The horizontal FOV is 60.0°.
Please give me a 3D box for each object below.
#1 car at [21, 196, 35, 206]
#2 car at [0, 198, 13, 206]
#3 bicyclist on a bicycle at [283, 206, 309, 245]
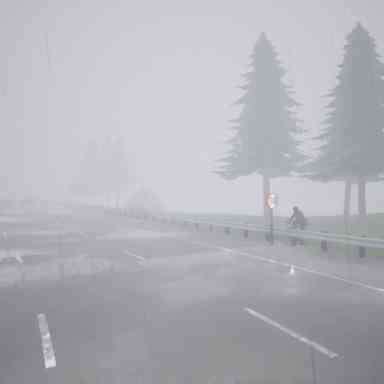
[{"bbox_3d":[-28.084,1.507,56.867,1.837,1.490,4.892,0,0,-32],"label":"car"},{"bbox_3d":[-29.647,1.603,52.748,1.895,1.301,4.718,0,0,-32],"label":"car"},{"bbox_3d":[4.417,1.436,13.958,1.656,1.620,0.582,6,-3,-31],"label":"bicyclist on a bicycle"}]
